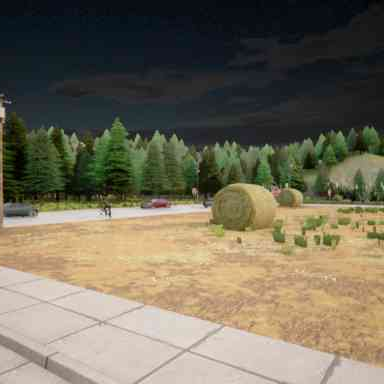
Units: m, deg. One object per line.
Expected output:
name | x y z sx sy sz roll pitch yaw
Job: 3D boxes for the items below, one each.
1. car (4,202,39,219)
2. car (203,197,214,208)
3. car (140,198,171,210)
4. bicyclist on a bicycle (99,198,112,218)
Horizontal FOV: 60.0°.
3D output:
car | -15.400 1.590 28.384 1.994 1.385 4.181 0 0 36
car | 3.480 1.518 47.815 2.128 1.511 4.902 0 0 37
car | -4.609 1.552 42.955 1.812 1.442 4.674 0 0 36
bicyclist on a bicycle | -7.068 1.327 27.067 1.656 1.620 0.582 0 0 36
